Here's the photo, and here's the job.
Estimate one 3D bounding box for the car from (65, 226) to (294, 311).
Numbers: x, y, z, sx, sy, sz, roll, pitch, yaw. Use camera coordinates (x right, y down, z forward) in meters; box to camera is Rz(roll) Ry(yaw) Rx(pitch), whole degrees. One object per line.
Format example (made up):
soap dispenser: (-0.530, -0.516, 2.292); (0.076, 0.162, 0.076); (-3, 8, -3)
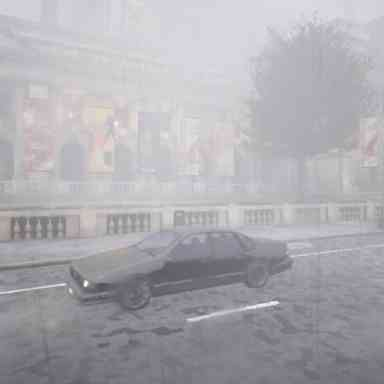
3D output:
car: (-0.052, 1.547, 7.830); (5.357, 1.411, 2.033); (0, 0, -30)
